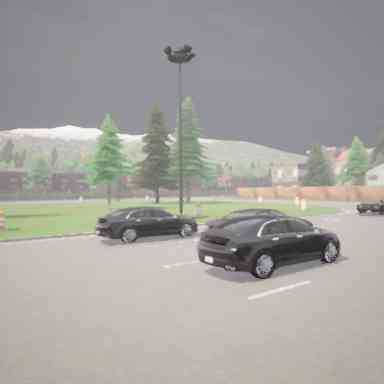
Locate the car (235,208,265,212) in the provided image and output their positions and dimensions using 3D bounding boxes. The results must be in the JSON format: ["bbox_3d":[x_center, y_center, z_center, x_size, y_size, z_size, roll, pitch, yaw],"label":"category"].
[{"bbox_3d":[2.985,1.425,14.480,5.357,1.411,2.033,-1,0,-36],"label":"car"}]

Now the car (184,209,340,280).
[{"bbox_3d":[2.393,1.419,9.755,4.892,1.490,1.837,-1,0,-36],"label":"car"}]

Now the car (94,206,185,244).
[{"bbox_3d":[-1.990,1.423,15.376,4.892,1.490,1.837,-1,0,-35],"label":"car"}]

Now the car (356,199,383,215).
[{"bbox_3d":[15.926,1.262,28.978,1.895,1.301,4.718,0,1,40],"label":"car"}]
